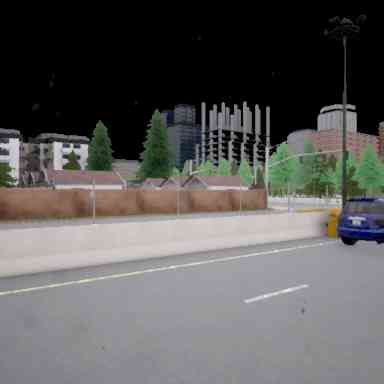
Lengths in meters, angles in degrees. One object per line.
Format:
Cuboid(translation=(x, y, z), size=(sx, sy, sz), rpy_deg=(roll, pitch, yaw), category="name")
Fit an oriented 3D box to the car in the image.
Cuboid(translation=(8.437, 1.256, 14.186), size=(5.566, 2.045, 2.150), rpy_deg=(0, 0, -35), category="car")
